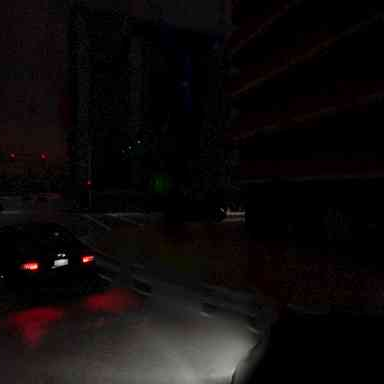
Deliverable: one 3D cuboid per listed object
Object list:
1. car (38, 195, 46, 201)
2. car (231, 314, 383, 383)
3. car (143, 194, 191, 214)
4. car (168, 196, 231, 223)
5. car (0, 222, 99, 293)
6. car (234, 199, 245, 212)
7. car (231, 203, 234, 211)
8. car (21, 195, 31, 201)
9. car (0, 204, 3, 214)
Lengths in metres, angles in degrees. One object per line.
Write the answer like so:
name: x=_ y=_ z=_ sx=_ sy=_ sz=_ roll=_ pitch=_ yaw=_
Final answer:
car: x=-37.089 y=1.540 z=82.302 sx=2.033 sy=1.411 sz=5.357 roll=0 pitch=0 yaw=-23
car: x=2.873 y=1.547 z=2.017 sx=5.357 sy=1.411 sz=2.033 roll=0 pitch=0 yaw=35
car: x=-2.527 y=1.277 z=36.489 sx=5.566 sy=2.045 sz=2.150 roll=0 pitch=0 yaw=-23
car: x=0.338 y=1.407 z=26.094 sx=4.553 sy=1.767 sz=2.097 roll=0 pitch=0 yaw=-23
car: x=-4.351 y=1.547 z=9.033 sx=2.033 sy=1.411 sz=5.357 roll=0 pitch=0 yaw=-39
car: x=6.624 y=1.560 z=40.289 sx=4.892 sy=1.490 sz=1.837 roll=0 pitch=0 yaw=-23
car: x=1.464 y=1.560 z=34.357 sx=4.892 sy=1.490 sz=1.837 roll=0 pitch=0 yaw=-23
car: x=-40.176 y=1.525 z=80.618 sx=2.128 sy=1.511 sz=4.902 roll=0 pitch=0 yaw=-23
car: x=-20.441 y=1.525 z=32.920 sx=2.128 sy=1.511 sz=4.902 roll=1 pitch=0 yaw=-8
